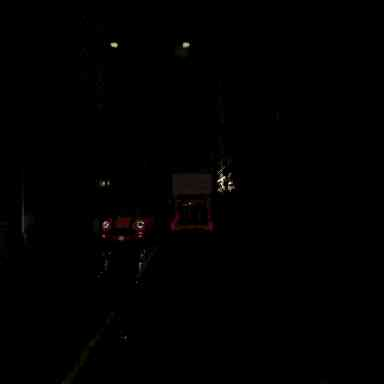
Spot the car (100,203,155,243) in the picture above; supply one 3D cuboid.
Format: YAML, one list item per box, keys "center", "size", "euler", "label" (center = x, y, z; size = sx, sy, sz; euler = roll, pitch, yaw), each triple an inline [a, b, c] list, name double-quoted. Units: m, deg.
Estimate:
- center: [-3.100, 1.472, 16.841]
  size: [2.097, 1.767, 4.553]
  euler: [0, 0, 0]
  label: "car"

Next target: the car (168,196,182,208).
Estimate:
- center: [-3.039, 1.675, 59.414]
  size: [2.150, 2.045, 5.566]
  euler: [0, 0, 1]
  label: "car"

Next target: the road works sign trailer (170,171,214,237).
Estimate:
- center: [0.001, 0.599, 18.795]
  size: [2.380, 3.560, 2.880]
  euler: [0, 0, 0]
  label: "road works sign trailer"
